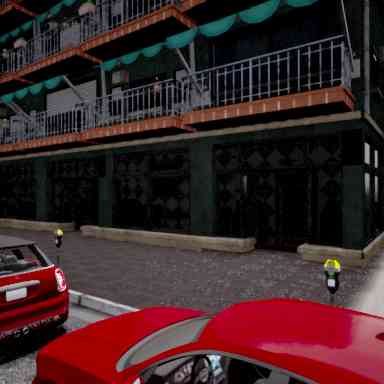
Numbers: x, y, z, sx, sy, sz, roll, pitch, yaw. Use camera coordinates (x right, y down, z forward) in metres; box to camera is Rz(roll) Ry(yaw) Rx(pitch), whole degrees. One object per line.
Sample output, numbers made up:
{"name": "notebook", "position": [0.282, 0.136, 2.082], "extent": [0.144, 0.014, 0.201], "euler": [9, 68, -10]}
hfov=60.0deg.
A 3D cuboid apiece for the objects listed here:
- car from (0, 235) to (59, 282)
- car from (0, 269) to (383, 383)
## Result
{"name": "car", "position": [-4.000, 1.440, 5.725], "extent": [4.097, 1.590, 1.967], "euler": [0, 0, 35]}
{"name": "car", "position": [0.592, 1.545, 2.455], "extent": [4.507, 1.381, 1.887], "euler": [0, 0, 35]}
